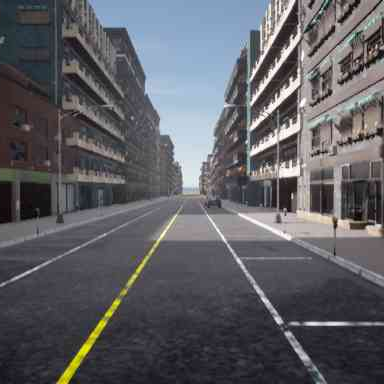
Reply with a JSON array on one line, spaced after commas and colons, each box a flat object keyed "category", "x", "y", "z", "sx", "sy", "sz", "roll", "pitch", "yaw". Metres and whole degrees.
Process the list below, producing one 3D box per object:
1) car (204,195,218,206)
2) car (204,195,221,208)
[{"category": "car", "x": 3.113, "y": 1.354, "z": 54.760, "sx": 2.097, "sy": 1.767, "sz": 4.553, "roll": 0, "pitch": 0, "yaw": 0}, {"category": "car", "x": 3.146, "y": 1.496, "z": 47.789, "sx": 1.837, "sy": 1.490, "sz": 4.892, "roll": 0, "pitch": 0, "yaw": 0}]
